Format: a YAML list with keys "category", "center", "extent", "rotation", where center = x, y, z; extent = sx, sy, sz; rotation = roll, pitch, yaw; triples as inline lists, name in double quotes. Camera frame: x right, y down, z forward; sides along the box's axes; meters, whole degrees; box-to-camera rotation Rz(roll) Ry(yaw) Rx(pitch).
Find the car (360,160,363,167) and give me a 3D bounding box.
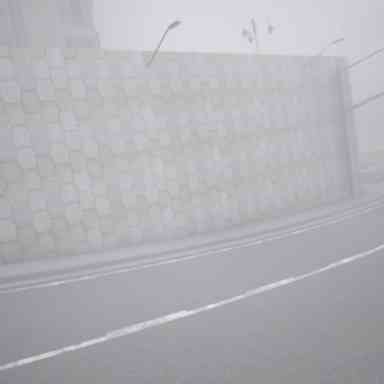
- category: "car"
  center: [15.331, -3.005, 34.984]
  extent: [1.837, 1.490, 4.892]
  rotation: [-15, 9, -34]
